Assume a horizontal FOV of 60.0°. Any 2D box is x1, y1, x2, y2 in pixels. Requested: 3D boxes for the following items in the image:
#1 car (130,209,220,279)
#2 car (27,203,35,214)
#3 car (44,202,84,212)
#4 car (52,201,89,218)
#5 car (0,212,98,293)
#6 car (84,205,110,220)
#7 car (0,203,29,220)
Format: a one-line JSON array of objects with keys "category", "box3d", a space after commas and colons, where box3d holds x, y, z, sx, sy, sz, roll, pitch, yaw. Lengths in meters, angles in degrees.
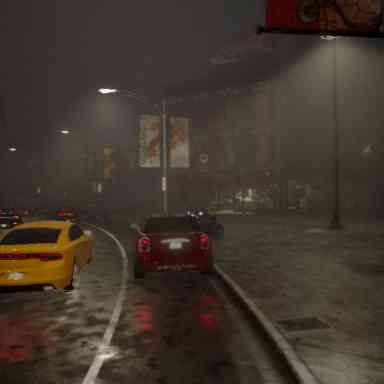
[{"category": "car", "box3d": [-0.838, 1.385, 10.508, 2.097, 1.767, 4.553, -1, 0, -12]}, {"category": "car", "box3d": [-18.653, 1.844, 35.764, 4.718, 1.301, 1.895, -1, 0, 44]}, {"category": "car", "box3d": [-9.283, 1.641, 23.699, 1.837, 1.490, 4.892, 0, 0, -29]}, {"category": "car", "box3d": [-12.361, 1.707, 33.658, 2.002, 1.452, 4.674, 0, 0, -41]}, {"category": "car", "box3d": [-3.891, 1.533, 9.008, 1.882, 1.535, 5.008, 0, 0, -10]}, {"category": "car", "box3d": [-8.798, 1.741, 29.169, 1.895, 1.301, 4.718, 0, 0, -31]}, {"category": "car", "box3d": [-11.374, 1.635, 20.309, 2.128, 1.511, 4.902, 0, 0, -28]}]
